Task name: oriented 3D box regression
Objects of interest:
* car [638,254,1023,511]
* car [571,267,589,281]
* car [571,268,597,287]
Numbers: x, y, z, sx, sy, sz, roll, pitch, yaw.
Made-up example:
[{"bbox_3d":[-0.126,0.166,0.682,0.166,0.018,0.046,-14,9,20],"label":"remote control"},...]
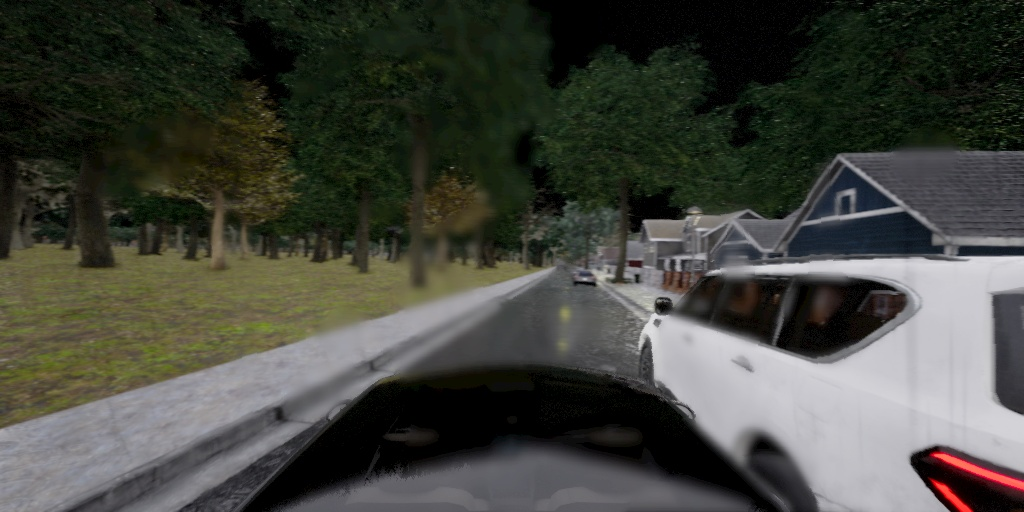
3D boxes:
[{"bbox_3d":[2.741,1.114,3.321,2.150,2.045,5.566,5,-2,9],"label":"car"},{"bbox_3d":[8.063,2.105,42.561,1.994,1.385,4.181,2,-1,11],"label":"car"},{"bbox_3d":[6.349,1.910,31.464,1.994,1.385,4.181,2,-1,10],"label":"car"}]
